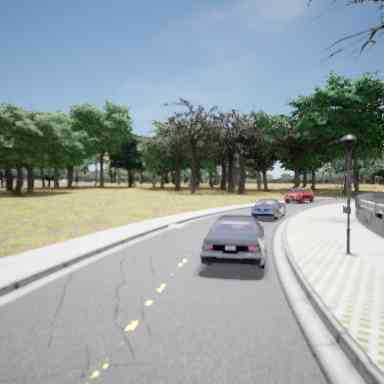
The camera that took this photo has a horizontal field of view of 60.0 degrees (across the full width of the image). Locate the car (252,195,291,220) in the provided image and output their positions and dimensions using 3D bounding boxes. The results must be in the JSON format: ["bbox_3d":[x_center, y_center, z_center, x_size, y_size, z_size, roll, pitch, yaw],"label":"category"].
[{"bbox_3d":[5.792,1.218,24.908,2.033,1.411,5.357,0,1,24],"label":"car"}]

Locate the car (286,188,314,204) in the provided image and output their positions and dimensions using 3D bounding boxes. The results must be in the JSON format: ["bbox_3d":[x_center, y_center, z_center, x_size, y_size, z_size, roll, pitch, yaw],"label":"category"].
[{"bbox_3d":[14.278,0.494,44.114,2.150,2.045,5.566,0,1,40],"label":"car"}]

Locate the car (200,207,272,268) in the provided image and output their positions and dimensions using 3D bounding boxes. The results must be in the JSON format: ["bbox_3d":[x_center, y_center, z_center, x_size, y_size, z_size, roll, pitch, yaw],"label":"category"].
[{"bbox_3d":[1.505,1.480,11.178,2.033,1.411,5.357,0,1,12],"label":"car"}]
